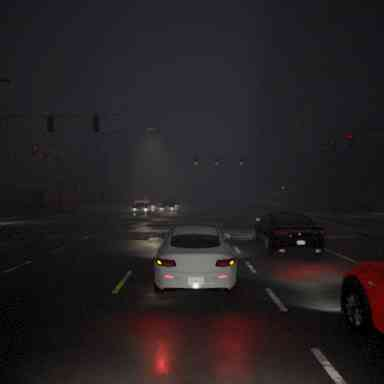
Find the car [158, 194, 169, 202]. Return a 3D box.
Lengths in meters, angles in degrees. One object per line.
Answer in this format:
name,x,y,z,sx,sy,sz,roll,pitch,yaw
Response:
car,-6.633,1.410,78.180,2.097,1.767,4.553,0,0,1

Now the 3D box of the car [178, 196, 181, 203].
car,-3.501,1.559,60.383,1.837,1.490,4.892,0,0,1

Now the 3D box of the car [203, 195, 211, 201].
car,4.054,1.558,89.194,1.882,1.535,5.008,0,0,1

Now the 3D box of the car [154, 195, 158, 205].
car,-7.052,1.543,58.032,2.128,1.511,4.902,0,0,1

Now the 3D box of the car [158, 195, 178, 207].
car,-3.668,1.523,51.156,1.882,1.535,5.008,0,0,1

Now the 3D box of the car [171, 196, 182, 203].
car,-3.253,1.603,70.978,2.033,1.411,5.357,0,0,1

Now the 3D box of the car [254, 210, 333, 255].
car,3.687,1.490,13.333,1.882,1.535,5.008,0,0,3

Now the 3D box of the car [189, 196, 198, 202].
car,0.353,1.664,77.291,1.895,1.301,4.718,0,0,1

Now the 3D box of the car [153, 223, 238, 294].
car,0.069,1.533,8.675,1.812,1.442,4.674,0,0,0

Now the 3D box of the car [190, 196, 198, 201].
car,0.555,1.675,89.283,1.895,1.301,4.718,0,0,1

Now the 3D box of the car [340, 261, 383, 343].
car,3.604,1.356,3.901,2.097,1.767,4.553,0,0,0

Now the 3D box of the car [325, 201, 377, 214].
car,16.435,1.632,34.601,4.718,1.301,1.895,0,0,0

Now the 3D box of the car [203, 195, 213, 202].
car,3.884,1.549,79.080,1.882,1.535,5.008,0,0,1

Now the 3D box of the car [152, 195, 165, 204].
car,-6.814,1.413,68.091,2.097,1.767,4.553,0,0,1

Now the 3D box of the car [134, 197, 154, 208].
car,-7.205,1.521,48.765,1.882,1.535,5.008,0,0,1
